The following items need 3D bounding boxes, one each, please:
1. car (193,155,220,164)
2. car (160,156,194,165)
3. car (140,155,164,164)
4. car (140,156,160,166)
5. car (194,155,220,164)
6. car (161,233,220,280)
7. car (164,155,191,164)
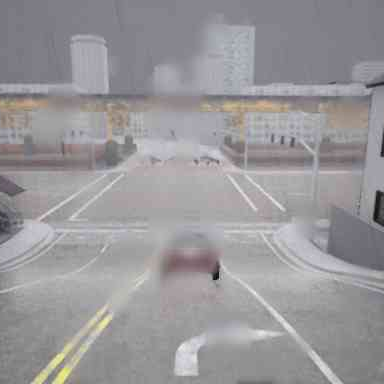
[{"bbox_3d":[2.672,-6.022,60.905,4.536,1.218,1.853,7,14,28],"label":"car"},{"bbox_3d":[-2.655,-5.706,60.183,4.974,1.542,2.038,-9,15,-35],"label":"car"},{"bbox_3d":[-7.301,-5.872,60.210,4.536,1.218,1.853,11,16,43],"label":"car"},{"bbox_3d":[-7.263,-5.710,60.208,4.974,1.542,2.038,11,16,43],"label":"car"},{"bbox_3d":[2.718,-5.862,60.914,4.974,1.542,2.038,7,14,28],"label":"car"},{"bbox_3d":[-0.074,2.517,13.602,2.097,1.767,4.553,0,-9,0],"label":"car"},{"bbox_3d":[-2.613,-5.866,60.180,4.536,1.218,1.853,-9,15,-35],"label":"car"}]
